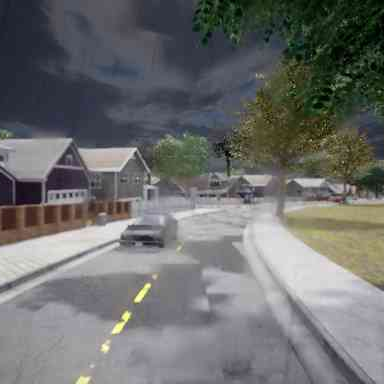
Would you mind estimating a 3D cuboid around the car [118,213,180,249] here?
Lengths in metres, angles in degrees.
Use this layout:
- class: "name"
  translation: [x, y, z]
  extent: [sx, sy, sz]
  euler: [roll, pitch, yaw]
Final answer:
- class: "car"
  translation: [-1.768, 1.706, 15.731]
  extent: [2.033, 1.411, 5.357]
  euler: [0, -1, 7]
